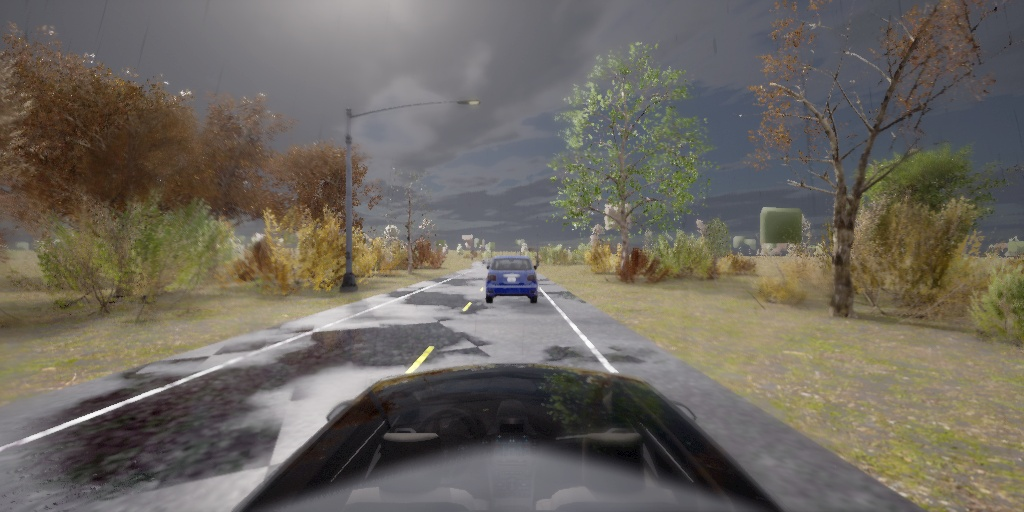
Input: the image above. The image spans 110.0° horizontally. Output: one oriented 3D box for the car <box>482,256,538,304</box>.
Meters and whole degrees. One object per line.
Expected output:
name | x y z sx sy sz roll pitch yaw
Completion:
car | -0.017 1.006 16.535 2.150 2.045 5.566 0 0 0
